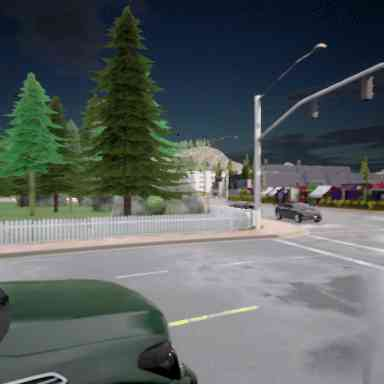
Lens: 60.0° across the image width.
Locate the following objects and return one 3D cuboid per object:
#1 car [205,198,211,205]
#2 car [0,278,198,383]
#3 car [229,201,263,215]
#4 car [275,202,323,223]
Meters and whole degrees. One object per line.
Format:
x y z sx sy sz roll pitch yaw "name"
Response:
1.375 1.557 50.668 2.128 1.511 4.902 0 0 -16 "car"
-2.609 1.221 1.774 5.566 2.045 2.150 0 0 -35 "car"
5.716 1.664 35.485 1.895 1.301 4.718 0 0 -16 "car"
8.316 1.568 26.389 1.837 1.490 4.892 0 0 -14 "car"
